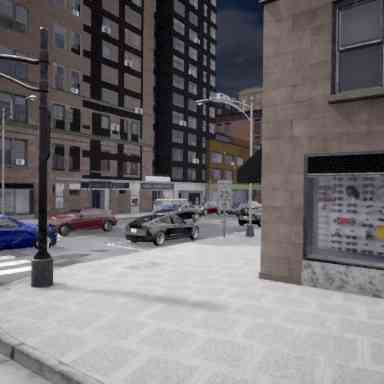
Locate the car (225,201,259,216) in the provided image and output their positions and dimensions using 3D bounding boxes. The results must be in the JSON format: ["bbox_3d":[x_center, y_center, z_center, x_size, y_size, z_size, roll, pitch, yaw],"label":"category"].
[{"bbox_3d":[5.047,1.816,35.552,2.033,1.411,5.357,1,0,36],"label":"car"}]

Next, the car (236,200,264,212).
[{"bbox_3d":[7.661,1.827,43.604,1.752,1.417,4.829,0,0,36],"label":"car"}]

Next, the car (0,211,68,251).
[{"bbox_3d":[-7.725,1.568,12.804,1.882,1.535,5.008,2,0,40],"label":"car"}]

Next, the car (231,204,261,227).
[{"bbox_3d":[5.050,1.852,25.377,1.947,1.339,4.313,0,0,36],"label":"car"}]

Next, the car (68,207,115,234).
[{"bbox_3d":[-6.513,1.637,19.493,1.812,1.442,4.674,1,0,37],"label":"car"}]

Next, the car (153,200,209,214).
[{"bbox_3d":[-1.051,1.676,27.087,2.128,1.511,4.902,1,0,35],"label":"car"}]

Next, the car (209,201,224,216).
[{"bbox_3d":[1.342,1.649,34.819,1.967,1.590,4.097,0,0,36],"label":"car"}]

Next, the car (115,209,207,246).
[{"bbox_3d":[-1.371,1.766,16.454,1.947,1.339,4.313,0,0,36],"label":"car"}]
